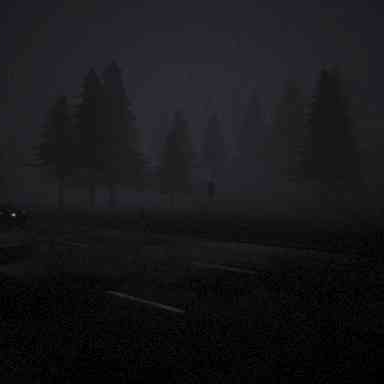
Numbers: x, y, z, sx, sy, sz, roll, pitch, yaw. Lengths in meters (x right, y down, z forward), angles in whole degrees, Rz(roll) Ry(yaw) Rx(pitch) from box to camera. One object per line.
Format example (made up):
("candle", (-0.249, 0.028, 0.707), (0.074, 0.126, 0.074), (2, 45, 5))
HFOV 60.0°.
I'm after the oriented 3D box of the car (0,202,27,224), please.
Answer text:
("car", (-12.532, 1.359, 21.529), (4.181, 1.385, 1.994), (1, 0, 35))
